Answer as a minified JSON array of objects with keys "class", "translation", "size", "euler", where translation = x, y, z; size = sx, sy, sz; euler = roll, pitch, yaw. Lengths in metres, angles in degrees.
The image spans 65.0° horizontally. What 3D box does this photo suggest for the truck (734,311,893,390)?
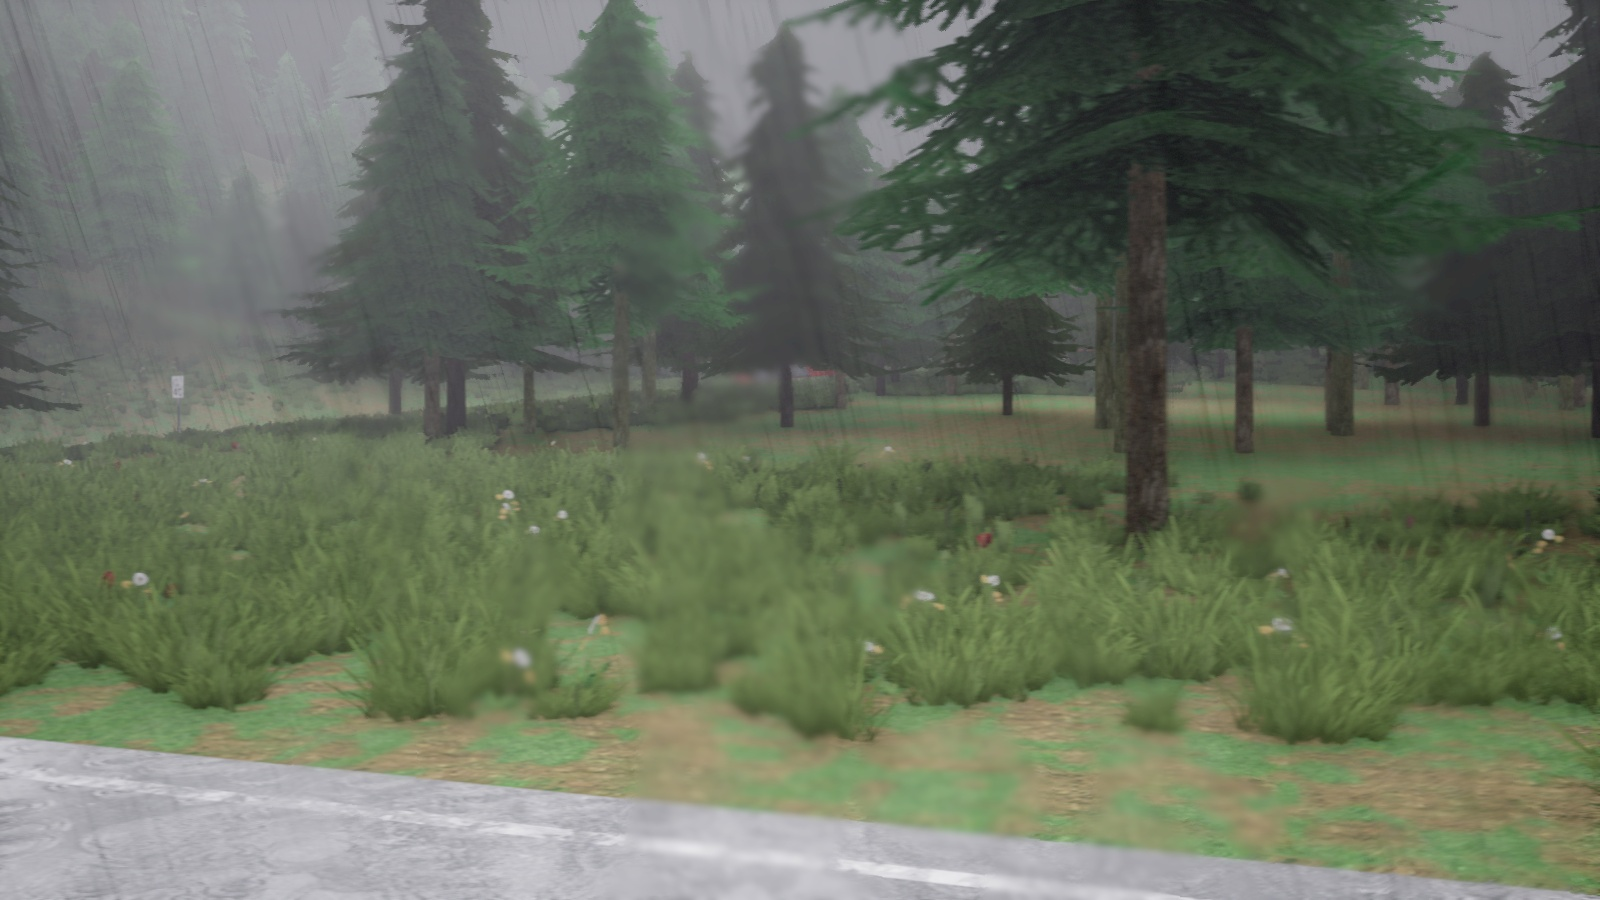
[{"class":"truck","translation":[0.841,-5.703,71.645],"size":[8.468,3.827,2.891],"euler":[-6,3,-28]}]
